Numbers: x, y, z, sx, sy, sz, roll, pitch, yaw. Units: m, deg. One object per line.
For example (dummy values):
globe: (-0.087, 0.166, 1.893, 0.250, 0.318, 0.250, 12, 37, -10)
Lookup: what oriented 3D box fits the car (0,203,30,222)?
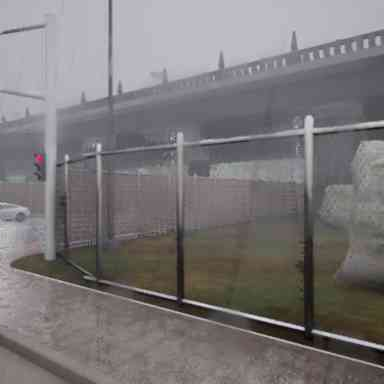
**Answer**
car: (-14.755, 1.582, 25.293, 1.812, 1.442, 4.674, 0, 0, 33)
